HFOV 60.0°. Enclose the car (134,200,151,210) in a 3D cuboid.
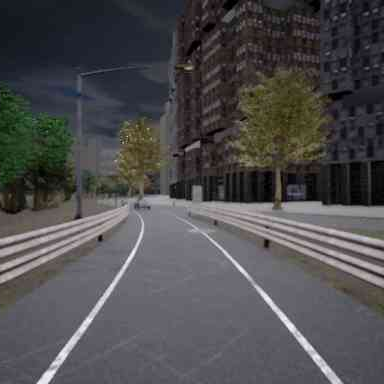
[{"bbox_3d":[-7.401,1.851,49.010,2.033,1.411,5.357,0,0,-18],"label":"car"}]
